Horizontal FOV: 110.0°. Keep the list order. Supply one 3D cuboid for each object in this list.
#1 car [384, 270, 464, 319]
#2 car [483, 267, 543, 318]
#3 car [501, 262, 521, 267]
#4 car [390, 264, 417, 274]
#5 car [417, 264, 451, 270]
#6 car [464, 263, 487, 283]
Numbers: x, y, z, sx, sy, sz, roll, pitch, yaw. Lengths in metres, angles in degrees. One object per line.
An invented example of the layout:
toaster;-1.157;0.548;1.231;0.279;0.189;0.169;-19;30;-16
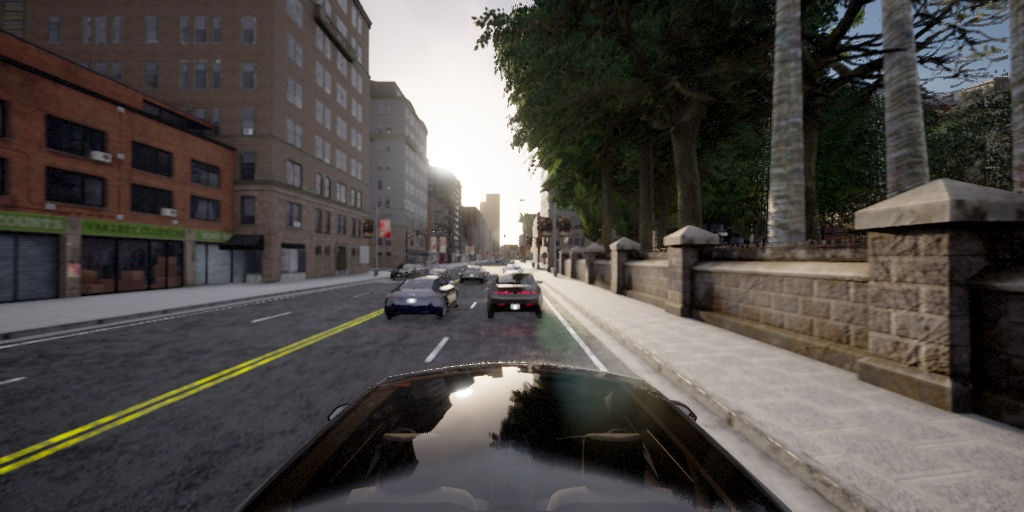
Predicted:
car;-3.150;1.387;13.263;1.994;1.385;4.181;0;0;0
car;0.098;1.328;13.424;1.837;1.490;4.892;0;-1;0
car;0.098;1.458;30.418;1.812;1.442;4.674;0;0;0
car;-9.828;1.459;33.511;1.837;1.490;4.892;0;-1;0
car;-6.584;1.435;32.071;2.128;1.511;4.902;0;0;0
car;-3.151;1.493;30.046;1.994;1.385;4.181;0;0;0
